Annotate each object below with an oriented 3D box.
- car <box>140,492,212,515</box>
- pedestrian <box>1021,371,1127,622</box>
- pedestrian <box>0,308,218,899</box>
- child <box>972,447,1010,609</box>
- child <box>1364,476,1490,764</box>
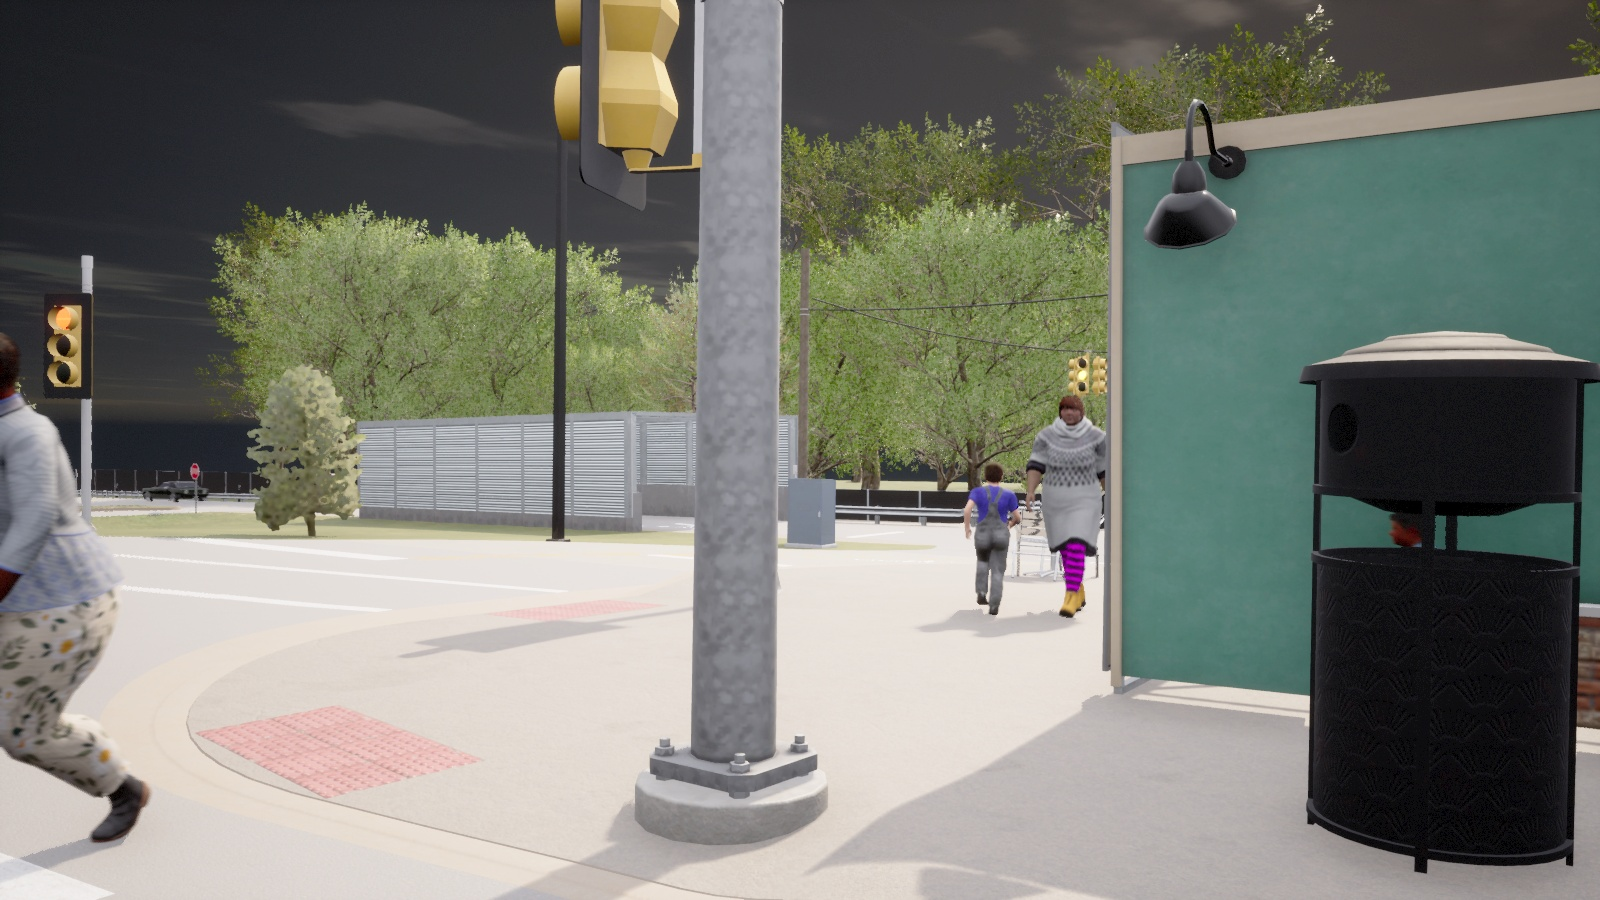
[{"bbox_3d":[-39.209,3.323,78.844,4.718,1.301,1.895,-1,0,33],"label":"car"},{"bbox_3d":[2.257,0.356,10.305,0.659,1.952,0.873,0,1,26],"label":"pedestrian"},{"bbox_3d":[-2.624,0.494,4.206,0.874,1.855,0.900,0,1,37],"label":"pedestrian"},{"bbox_3d":[1.535,0.615,10.069,0.270,1.263,0.437,0,1,12],"label":"child"},{"bbox_3d":[2.763,0.720,5.530,0.448,1.192,0.343,0,1,35],"label":"child"}]
